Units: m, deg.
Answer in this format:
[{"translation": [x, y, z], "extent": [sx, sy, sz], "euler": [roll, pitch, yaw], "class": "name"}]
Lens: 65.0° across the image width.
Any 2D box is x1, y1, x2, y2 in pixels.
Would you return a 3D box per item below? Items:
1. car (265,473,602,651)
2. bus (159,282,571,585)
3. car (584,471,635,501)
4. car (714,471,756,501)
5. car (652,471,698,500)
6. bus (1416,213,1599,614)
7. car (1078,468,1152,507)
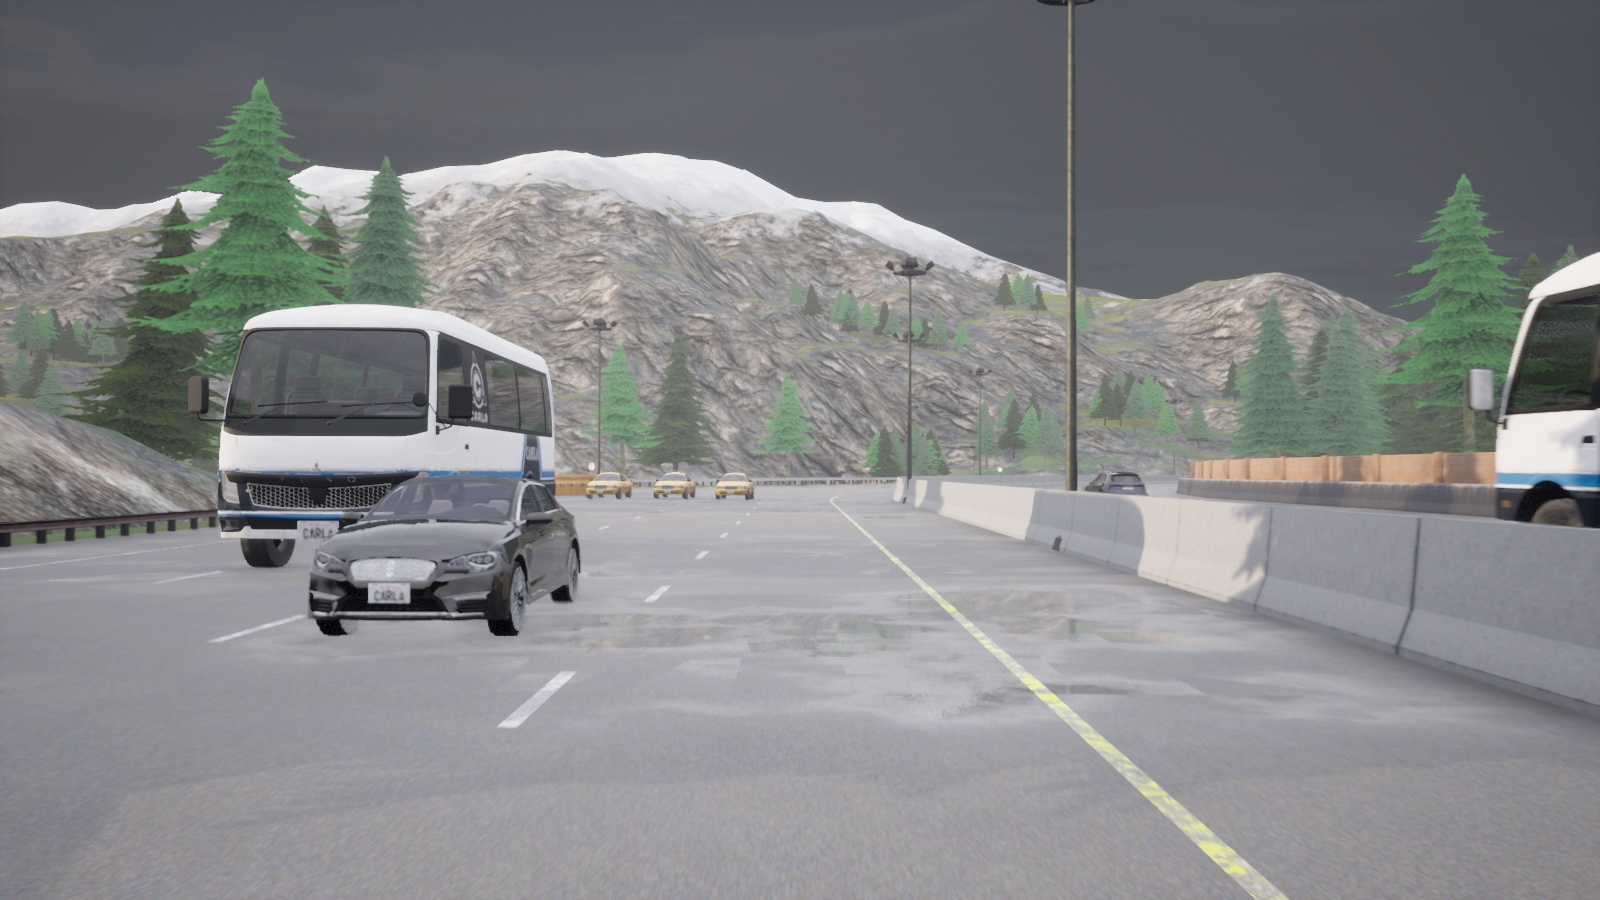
[{"translation": [-3.532, 1.006, 13.227], "extent": [2.128, 1.511, 4.902], "euler": [0, -1, 0], "class": "car"}, {"translation": [-7.061, -0.152, 22.818], "extent": [3.944, 4.253, 10.273], "euler": [0, -1, 0], "class": "bus"}, {"translation": [-10.474, 1.957, 69.411], "extent": [1.801, 1.575, 5.366], "euler": [0, -1, 3], "class": "car"}, {"translation": [-3.504, 1.914, 68.522], "extent": [1.801, 1.575, 5.366], "euler": [0, -1, 2], "class": "car"}, {"translation": [-6.940, 1.956, 70.167], "extent": [1.801, 1.575, 5.366], "euler": [0, -1, 3], "class": "car"}, {"translation": [10.465, -0.401, 12.114], "extent": [3.944, 4.253, 10.273], "euler": [0, -1, 0], "class": "bus"}, {"translation": [13.865, 1.620, 55.605], "extent": [2.033, 1.649, 4.856], "euler": [0, -1, 0], "class": "car"}]
